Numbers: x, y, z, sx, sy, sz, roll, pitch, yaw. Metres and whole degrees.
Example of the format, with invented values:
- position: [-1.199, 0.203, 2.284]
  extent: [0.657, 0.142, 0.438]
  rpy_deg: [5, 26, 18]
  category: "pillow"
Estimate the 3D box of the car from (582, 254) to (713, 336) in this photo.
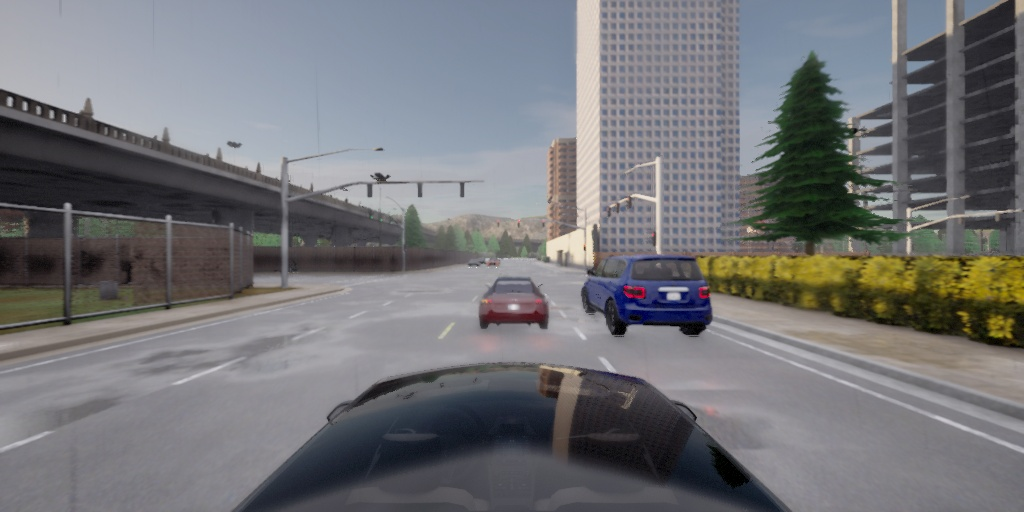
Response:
- position: [3.557, 0.974, 10.515]
  extent: [2.150, 2.045, 5.566]
  rpy_deg: [0, 0, 0]
  category: "car"

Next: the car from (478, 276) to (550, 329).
- position: [0.065, 1.315, 11.341]
  extent: [1.994, 1.385, 4.181]
  rpy_deg: [0, 0, 0]
  category: "car"

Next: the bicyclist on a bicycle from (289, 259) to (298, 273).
- position: [-25.290, 1.116, 41.538]
  extent: [0.582, 1.620, 1.656]
  rpy_deg: [0, 0, 0]
  category: "bicyclist on a bicycle"
